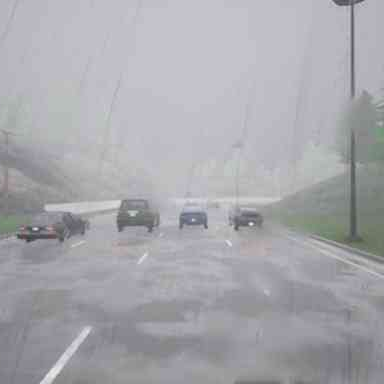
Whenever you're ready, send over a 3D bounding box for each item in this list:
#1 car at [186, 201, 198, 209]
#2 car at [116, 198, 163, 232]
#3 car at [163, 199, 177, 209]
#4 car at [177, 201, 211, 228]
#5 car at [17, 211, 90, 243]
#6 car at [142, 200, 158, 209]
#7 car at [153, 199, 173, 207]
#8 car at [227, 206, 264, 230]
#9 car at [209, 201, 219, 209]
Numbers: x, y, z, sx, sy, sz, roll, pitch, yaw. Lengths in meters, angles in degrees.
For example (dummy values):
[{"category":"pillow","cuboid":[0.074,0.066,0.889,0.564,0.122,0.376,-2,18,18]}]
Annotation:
[{"category":"car","cuboid":[0.024,2.118,55.159,1.895,1.301,4.718,0,-1,2]},{"category":"car","cuboid":[-3.401,1.426,21.754,2.150,2.045,5.566,0,-1,0]},{"category":"car","cuboid":[-3.473,2.123,55.676,1.895,1.301,4.718,0,-1,2]},{"category":"car","cuboid":[0.101,1.705,24.141,1.882,1.535,5.008,0,-1,0]},{"category":"car","cuboid":[-6.900,1.709,17.176,2.033,1.411,5.357,0,-1,0]},{"category":"car","cuboid":[-6.972,2.048,55.737,1.812,1.442,4.674,0,-1,2]},{"category":"car","cuboid":[-5.636,2.165,65.819,2.033,1.411,5.357,0,-1,17]},{"category":"car","cuboid":[3.599,1.718,22.632,1.837,1.490,4.892,0,-1,0]},{"category":"car","cuboid":[3.517,2.118,55.102,1.895,1.301,4.718,0,-1,2]}]
